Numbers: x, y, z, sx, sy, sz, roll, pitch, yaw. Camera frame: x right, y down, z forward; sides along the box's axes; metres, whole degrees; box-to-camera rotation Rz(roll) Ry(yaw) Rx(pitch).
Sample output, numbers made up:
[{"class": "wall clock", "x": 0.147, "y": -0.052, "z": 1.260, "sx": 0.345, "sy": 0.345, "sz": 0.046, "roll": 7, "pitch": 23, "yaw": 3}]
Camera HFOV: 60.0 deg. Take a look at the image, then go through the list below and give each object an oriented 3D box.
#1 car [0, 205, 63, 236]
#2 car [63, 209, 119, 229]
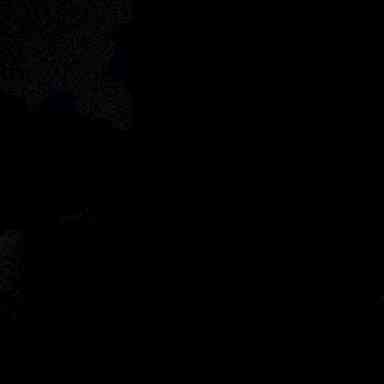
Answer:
[{"class": "car", "x": -11.129, "y": 1.691, "z": 20.797, "sx": 2.192, "sy": 1.841, "sz": 5.009, "roll": -1, "pitch": -2, "yaw": 36}, {"class": "car", "x": -7.800, "y": 2.007, "z": 25.437, "sx": 1.752, "sy": 1.417, "sz": 4.829, "roll": -1, "pitch": -2, "yaw": 36}]
